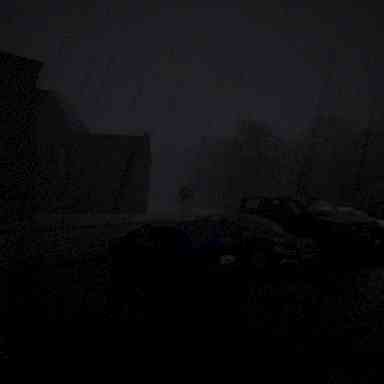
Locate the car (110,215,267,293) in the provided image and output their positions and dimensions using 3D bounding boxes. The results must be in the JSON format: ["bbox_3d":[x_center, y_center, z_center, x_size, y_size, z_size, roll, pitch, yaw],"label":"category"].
[{"bbox_3d":[-0.592,1.499,9.061,2.163,1.488,4.792,0,0,-36],"label":"car"}]

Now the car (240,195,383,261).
[{"bbox_3d":[3.972,1.163,12.246,2.435,2.045,5.566,-1,1,-35],"label":"car"}]

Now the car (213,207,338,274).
[{"bbox_3d":[1.684,1.448,10.656,2.231,1.521,4.892,-1,0,-36],"label":"car"}]
